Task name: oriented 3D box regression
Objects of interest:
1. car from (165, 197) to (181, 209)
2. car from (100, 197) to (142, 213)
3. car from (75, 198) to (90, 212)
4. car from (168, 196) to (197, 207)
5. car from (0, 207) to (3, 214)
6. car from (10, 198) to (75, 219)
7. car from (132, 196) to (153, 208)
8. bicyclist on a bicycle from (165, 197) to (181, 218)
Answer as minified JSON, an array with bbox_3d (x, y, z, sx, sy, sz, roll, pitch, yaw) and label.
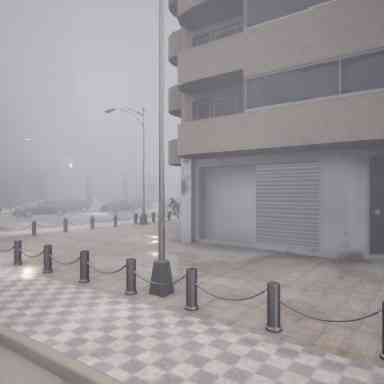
[{"bbox_3d":[-2.118,1.508,44.334,1.994,1.385,4.181,0,0,36],"label":"car"},{"bbox_3d":[-7.972,1.508,36.262,1.994,1.385,4.181,0,0,36],"label":"car"},{"bbox_3d":[-13.100,1.449,35.149,1.837,1.490,4.892,0,0,36],"label":"car"},{"bbox_3d":[-1.382,1.449,51.286,1.837,1.490,4.892,0,0,36],"label":"car"},{"bbox_3d":[-18.580,1.545,27.608,1.895,1.301,4.718,0,0,36],"label":"car"},{"bbox_3d":[-13.203,1.436,29.043,2.128,1.511,4.902,0,0,36],"label":"car"},{"bbox_3d":[-7.236,1.296,43.234,2.097,1.767,4.553,0,0,36],"label":"car"},{"bbox_3d":[-1.503,1.246,26.473,1.656,1.620,0.582,0,0,36],"label":"bicyclist on a bicycle"}]
